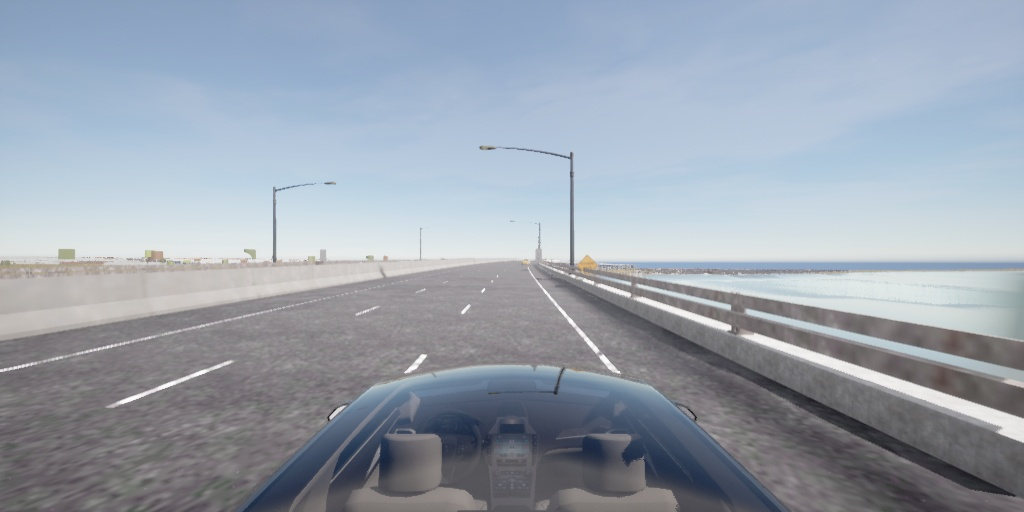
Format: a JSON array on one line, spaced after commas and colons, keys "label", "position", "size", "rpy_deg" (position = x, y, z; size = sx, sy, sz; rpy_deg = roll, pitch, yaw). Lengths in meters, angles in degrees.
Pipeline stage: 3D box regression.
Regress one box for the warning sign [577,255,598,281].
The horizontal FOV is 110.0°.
[{"label": "warning sign", "position": [4.674, 0.851, 22.124], "size": [1.300, 1.860, 1.060], "rpy_deg": [0, 0, 1]}]
